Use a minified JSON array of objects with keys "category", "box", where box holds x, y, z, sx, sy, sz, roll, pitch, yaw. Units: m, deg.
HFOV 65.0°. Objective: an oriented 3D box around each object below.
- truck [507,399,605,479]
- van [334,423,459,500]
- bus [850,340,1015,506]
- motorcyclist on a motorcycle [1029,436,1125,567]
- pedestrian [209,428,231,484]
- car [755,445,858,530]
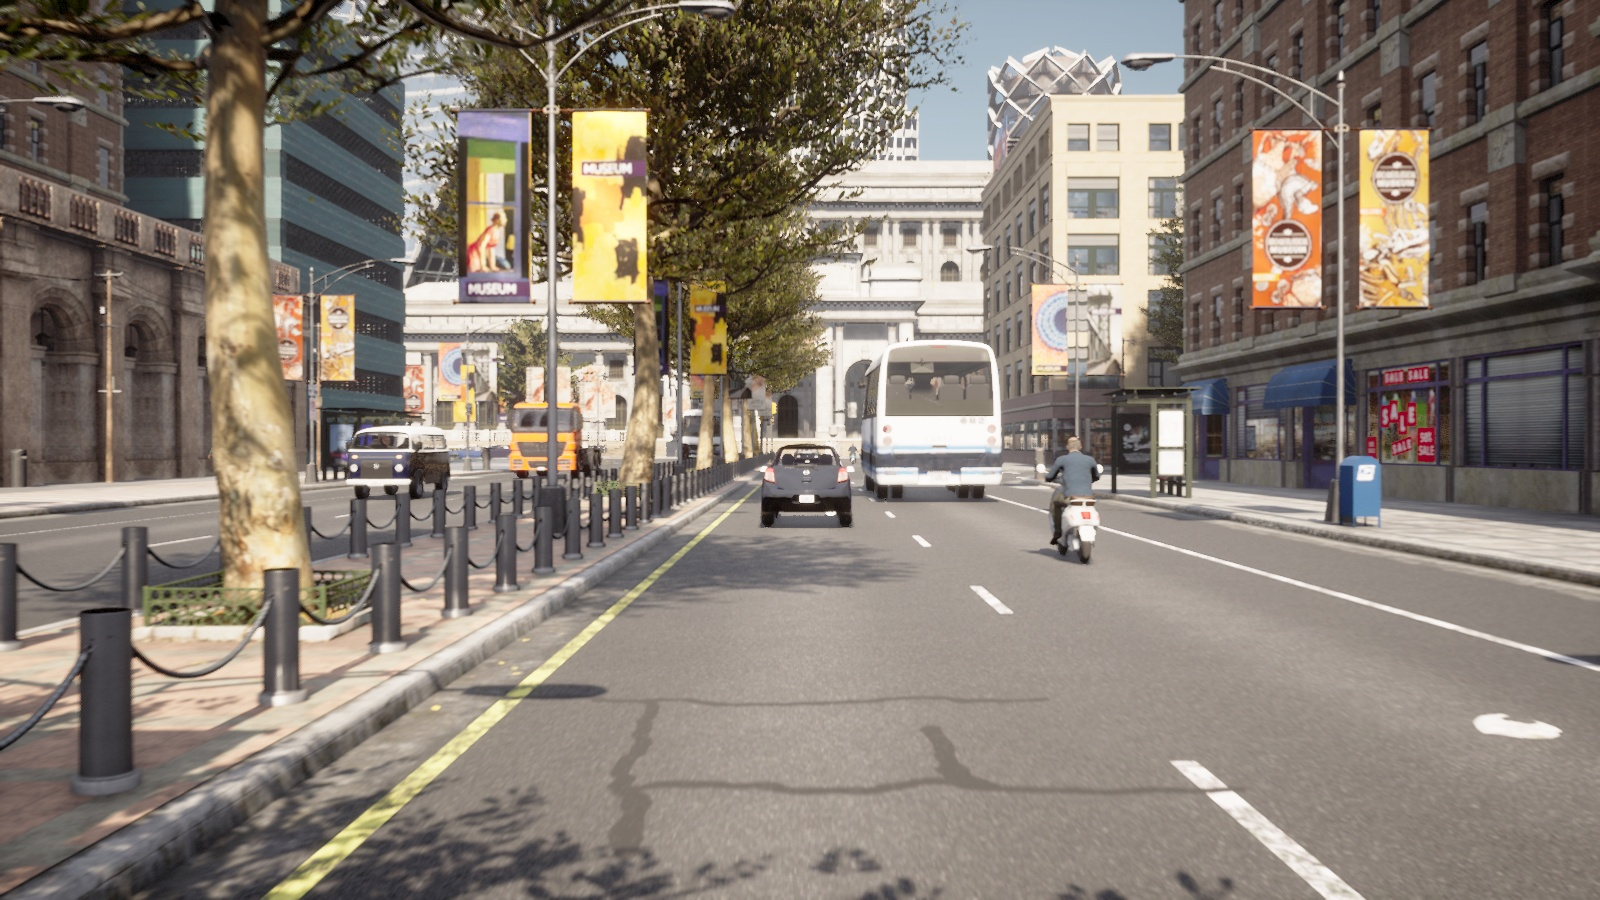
[{"category":"truck","box":[-11.144,-0.503,58.140,2.891,3.462,7.936,0,0,1]},{"category":"van","box":[-11.291,0.303,35.482,2.069,2.038,4.480,0,0,0]},{"category":"bus","box":[3.612,-0.794,37.495,3.944,4.253,10.273,0,1,0]},{"category":"motorcyclist on a motorcycle","box":[3.544,0.631,16.228,0.866,1.590,1.817,0,0,1]},{"category":"pedestrian","box":[-19.296,0.201,41.797,0.353,1.847,0.614,0,0,13]},{"category":"car","box":[0.138,0.653,24.131,1.845,1.501,3.633,0,0,1]}]
